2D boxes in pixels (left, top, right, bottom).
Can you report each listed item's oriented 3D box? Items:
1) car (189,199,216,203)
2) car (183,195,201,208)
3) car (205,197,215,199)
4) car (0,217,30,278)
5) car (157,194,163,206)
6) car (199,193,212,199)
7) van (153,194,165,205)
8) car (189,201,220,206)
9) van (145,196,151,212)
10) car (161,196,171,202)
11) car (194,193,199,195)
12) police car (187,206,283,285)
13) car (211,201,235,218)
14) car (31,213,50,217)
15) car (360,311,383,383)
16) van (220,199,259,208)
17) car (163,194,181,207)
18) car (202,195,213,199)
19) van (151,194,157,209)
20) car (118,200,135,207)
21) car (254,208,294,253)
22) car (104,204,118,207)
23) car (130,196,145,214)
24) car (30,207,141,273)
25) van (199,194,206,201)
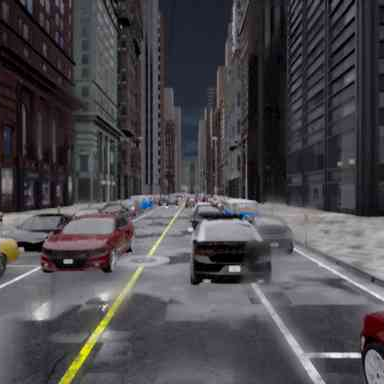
[{"bbox_3d":[0.847,1.510,25.481,1.812,1.442,4.674,0,0,0],"label":"car"},{"bbox_3d":[0.015,1.508,46.922,1.812,1.442,4.674,0,0,0],"label":"car"},{"bbox_3d":[2.758,1.533,35.843,2.008,1.369,4.403,0,0,0],"label":"car"},{"bbox_3d":[-5.764,1.519,7.473,1.752,1.417,4.829,0,0,0],"label":"car"},{"bbox_3d":[-5.770,1.298,52.735,2.192,1.841,5.009,0,0,0],"label":"car"},{"bbox_3d":[2.754,1.300,58.387,2.192,1.841,5.009,0,0,0],"label":"car"},{"bbox_3d":[-5.770,1.326,58.371,1.690,1.788,3.998,0,0,0],"label":"van"},{"bbox_3d":[0.899,1.492,19.483,1.837,1.490,4.892,0,0,0],"label":"car"},{"bbox_3d":[-5.768,1.323,35.826,1.690,1.788,3.998,0,0,0],"label":"van"},{"bbox_3d":[-5.772,1.539,75.282,1.887,1.381,4.507,0,0,0],"label":"car"},{"bbox_3d":[-0.006,1.490,59.757,1.837,1.490,4.892,0,0,0],"label":"car"},{"bbox_3d":[0.899,1.417,9.593,1.930,1.638,5.238,0,0,0],"label":"police car"},{"bbox_3d":[2.758,1.564,30.207,1.802,1.307,4.206,0,0,0],"label":"car"},{"bbox_3d":[-5.765,1.555,13.279,1.947,1.339,4.313,0,0,0],"label":"car"},{"bbox_3d":[2.762,1.543,2.025,1.887,1.381,4.507,0,0,0],"label":"car"},{"bbox_3d":[2.759,1.327,18.934,1.690,1.788,3.998,0,0,0],"label":"van"},{"bbox_3d":[-3.092,1.488,52.638,1.837,1.490,4.892,0,0,0],"label":"car"},{"bbox_3d":[2.756,1.527,47.115,1.887,1.381,4.507,0,0,0],"label":"car"},{"bbox_3d":[-5.769,1.323,41.463,1.690,1.788,3.998,0,0,0],"label":"van"},{"bbox_3d":[-5.766,1.550,24.553,1.947,1.339,4.313,0,0,0],"label":"car"},{"bbox_3d":[2.760,1.540,13.297,2.008,1.369,4.403,0,0,0],"label":"car"},{"bbox_3d":[-5.765,1.568,18.917,1.802,1.307,4.206,0,0,0],"label":"car"},{"bbox_3d":[-5.767,1.422,30.190,1.967,1.590,4.097,0,0,0],"label":"car"},{"bbox_3d":[-3.101,1.468,10.831,1.882,1.535,5.008,0,0,0],"label":"car"},{"bbox_3d":[2.751,1.344,86.568,1.690,1.788,3.998,0,0,0],"label":"van"}]
